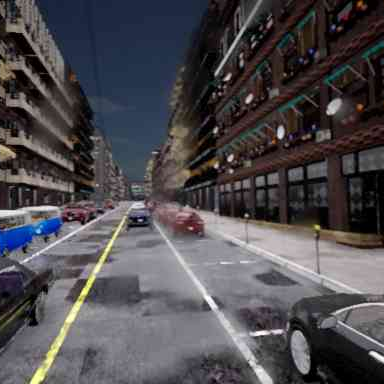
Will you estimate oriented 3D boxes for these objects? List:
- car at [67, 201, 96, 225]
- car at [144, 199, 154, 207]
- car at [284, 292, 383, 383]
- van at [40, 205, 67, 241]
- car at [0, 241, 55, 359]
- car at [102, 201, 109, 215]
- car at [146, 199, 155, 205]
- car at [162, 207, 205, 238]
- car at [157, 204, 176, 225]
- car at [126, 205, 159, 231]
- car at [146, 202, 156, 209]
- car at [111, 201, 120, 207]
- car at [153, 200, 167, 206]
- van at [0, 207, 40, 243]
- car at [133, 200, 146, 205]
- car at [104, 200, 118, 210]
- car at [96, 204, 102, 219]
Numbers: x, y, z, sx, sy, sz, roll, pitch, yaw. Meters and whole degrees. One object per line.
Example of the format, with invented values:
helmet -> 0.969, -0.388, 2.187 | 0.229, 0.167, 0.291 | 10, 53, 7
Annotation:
car -> -10.031, 1.827, 28.847 | 2.192, 1.841, 5.009 | 0, -1, -9
car -> -9.584, 2.405, 73.722 | 2.192, 1.841, 5.009 | 0, -1, -9
car -> 2.311, 1.537, 2.813 | 2.008, 1.369, 4.403 | 0, -1, -9
van -> -8.206, 1.691, 17.938 | 1.690, 1.788, 3.998 | 0, -1, -9
car -> -3.373, 1.712, 4.473 | 1.895, 1.301, 4.718 | -1, -1, -9
car -> -12.769, 2.330, 45.206 | 1.947, 1.339, 4.313 | 0, -1, -9
car -> -4.109, 1.860, 40.992 | 2.192, 1.841, 5.009 | 0, -1, -9
car -> -0.426, 1.761, 19.176 | 1.887, 1.381, 4.507 | 0, -1, -9
car -> -1.338, 1.841, 24.630 | 1.887, 1.381, 4.507 | 0, -1, -9
car -> -3.654, 1.872, 23.322 | 2.033, 1.411, 5.357 | -1, -1, -9
car -> -7.759, 2.482, 62.808 | 1.802, 1.307, 4.206 | 0, -1, -9
car -> -19.156, 3.002, 83.384 | 1.802, 1.307, 4.206 | 0, -1, -9
car -> -2.243, 1.818, 30.088 | 1.967, 1.590, 4.097 | 0, -1, -9
van -> -7.293, 1.612, 12.483 | 1.690, 1.788, 3.998 | 1, -1, -9
car -> -6.767, 2.134, 42.013 | 1.812, 1.442, 4.674 | -1, -1, -9
car -> -15.505, 2.349, 61.570 | 2.192, 1.841, 5.009 | 0, -1, -9
car -> -10.943, 1.910, 34.300 | 2.192, 1.841, 5.009 | 0, -1, -9
